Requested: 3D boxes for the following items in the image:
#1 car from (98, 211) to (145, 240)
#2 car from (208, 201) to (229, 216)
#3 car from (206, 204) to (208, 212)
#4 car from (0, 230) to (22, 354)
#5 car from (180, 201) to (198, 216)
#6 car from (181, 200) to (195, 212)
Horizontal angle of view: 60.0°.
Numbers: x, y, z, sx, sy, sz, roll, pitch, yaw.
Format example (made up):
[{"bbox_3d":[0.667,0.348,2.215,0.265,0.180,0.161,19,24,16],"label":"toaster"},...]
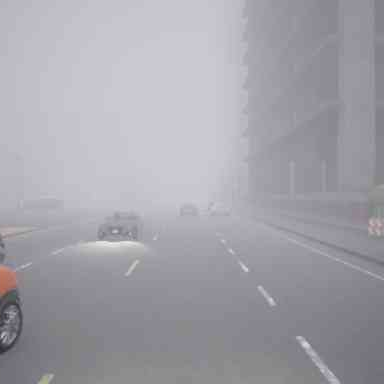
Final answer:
[{"bbox_3d":[-3.778,1.773,18.334,1.994,1.385,4.181,0,-1,0],"label":"car"},{"bbox_3d":[3.152,1.954,38.097,1.812,1.442,4.674,0,-1,0],"label":"car"},{"bbox_3d":[3.016,2.043,47.944,1.837,1.490,4.892,0,-1,-1],"label":"car"},{"bbox_3d":[-3.624,1.390,3.178,2.097,1.767,4.553,0,-1,-1],"label":"car"},{"bbox_3d":[-0.368,1.985,37.425,1.994,1.385,4.181,0,-1,-1],"label":"car"},{"bbox_3d":[-0.536,2.009,47.248,1.882,1.535,5.008,0,-1,0],"label":"car"}]
